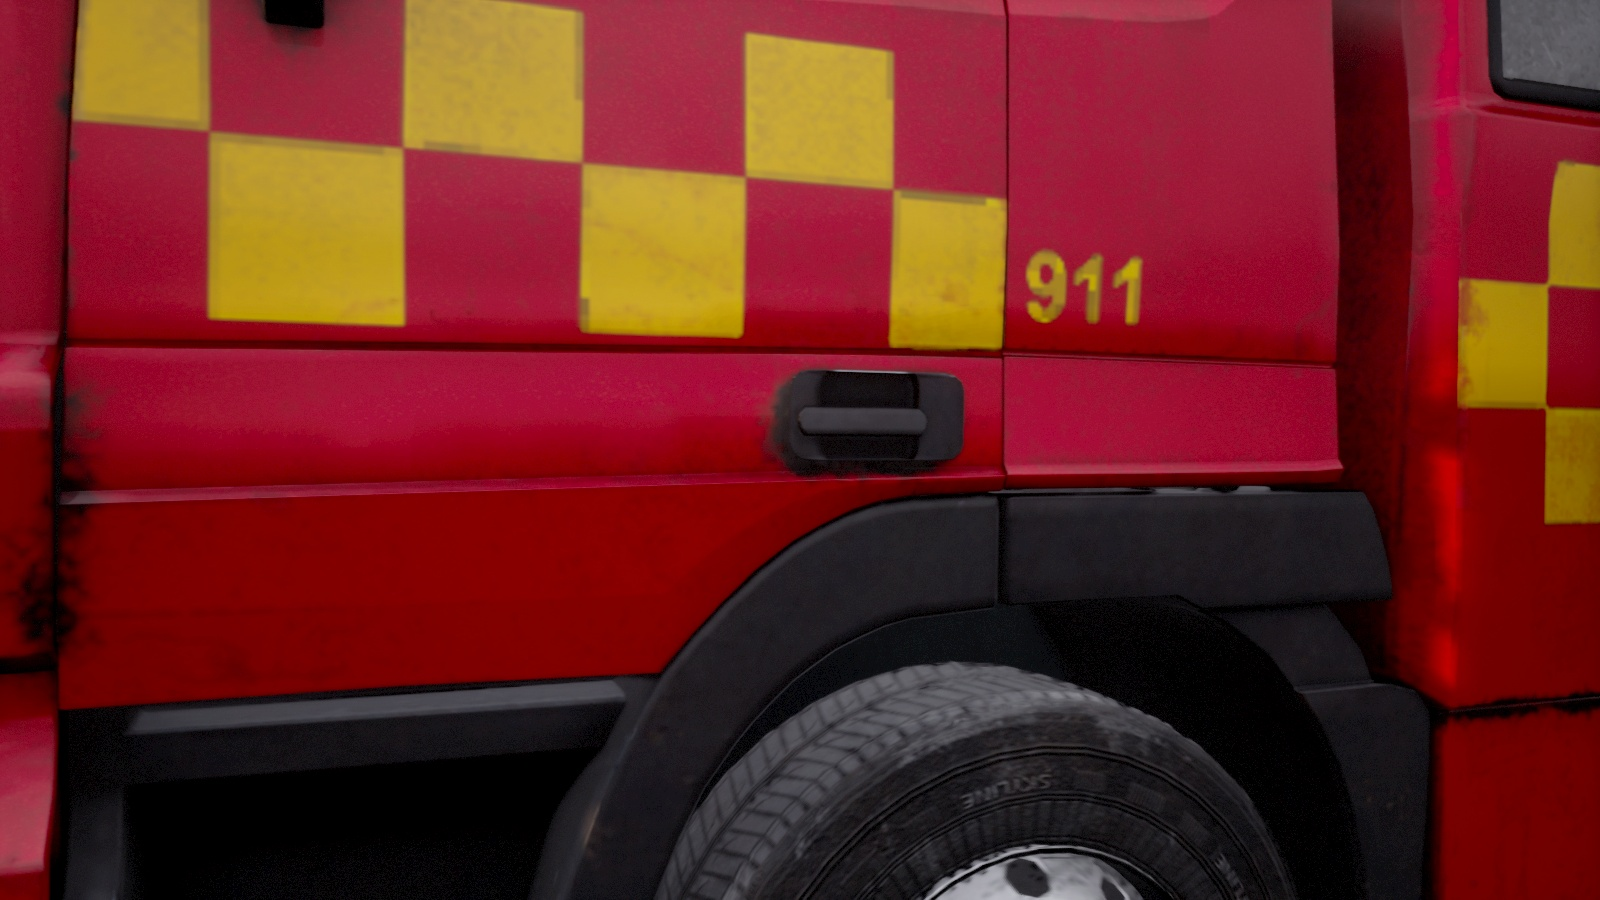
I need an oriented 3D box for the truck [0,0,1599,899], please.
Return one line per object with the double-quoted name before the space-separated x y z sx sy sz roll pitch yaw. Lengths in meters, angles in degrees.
"truck" 2.040 -0.454 3.996 8.468 3.827 2.891 -1 1 -21
